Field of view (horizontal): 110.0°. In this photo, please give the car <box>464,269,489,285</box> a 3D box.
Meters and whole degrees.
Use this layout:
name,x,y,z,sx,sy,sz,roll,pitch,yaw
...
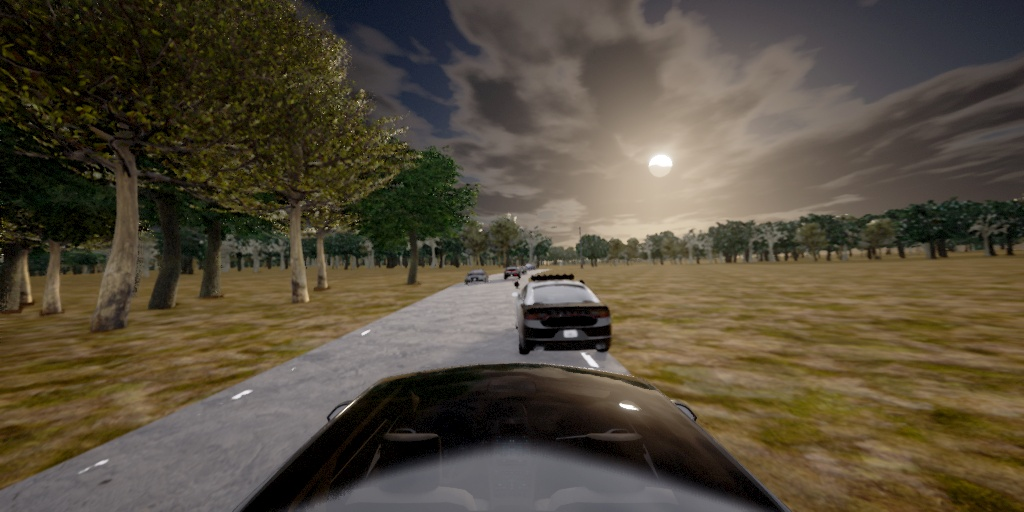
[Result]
name,x,y,z,sx,sy,sz,roll,pitch,yaw
car,-3.353,1.982,34.552,1.994,1.385,4.181,-2,-1,1

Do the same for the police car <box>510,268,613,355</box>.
name,x,y,z,sx,sy,sz,roll,pitch,yaw
police car,1.039,1.277,9.230,1.930,1.638,5.238,-2,-1,-1

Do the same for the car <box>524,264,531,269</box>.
name,x,y,z,sx,sy,sz,roll,pitch,yaw
car,1.100,2.102,51.739,1.895,1.301,4.718,-3,-1,8

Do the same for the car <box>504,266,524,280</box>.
name,x,y,z,sx,sy,sz,roll,pitch,yaw
car,0.100,1.885,41.358,1.837,1.490,4.892,-3,-1,3
